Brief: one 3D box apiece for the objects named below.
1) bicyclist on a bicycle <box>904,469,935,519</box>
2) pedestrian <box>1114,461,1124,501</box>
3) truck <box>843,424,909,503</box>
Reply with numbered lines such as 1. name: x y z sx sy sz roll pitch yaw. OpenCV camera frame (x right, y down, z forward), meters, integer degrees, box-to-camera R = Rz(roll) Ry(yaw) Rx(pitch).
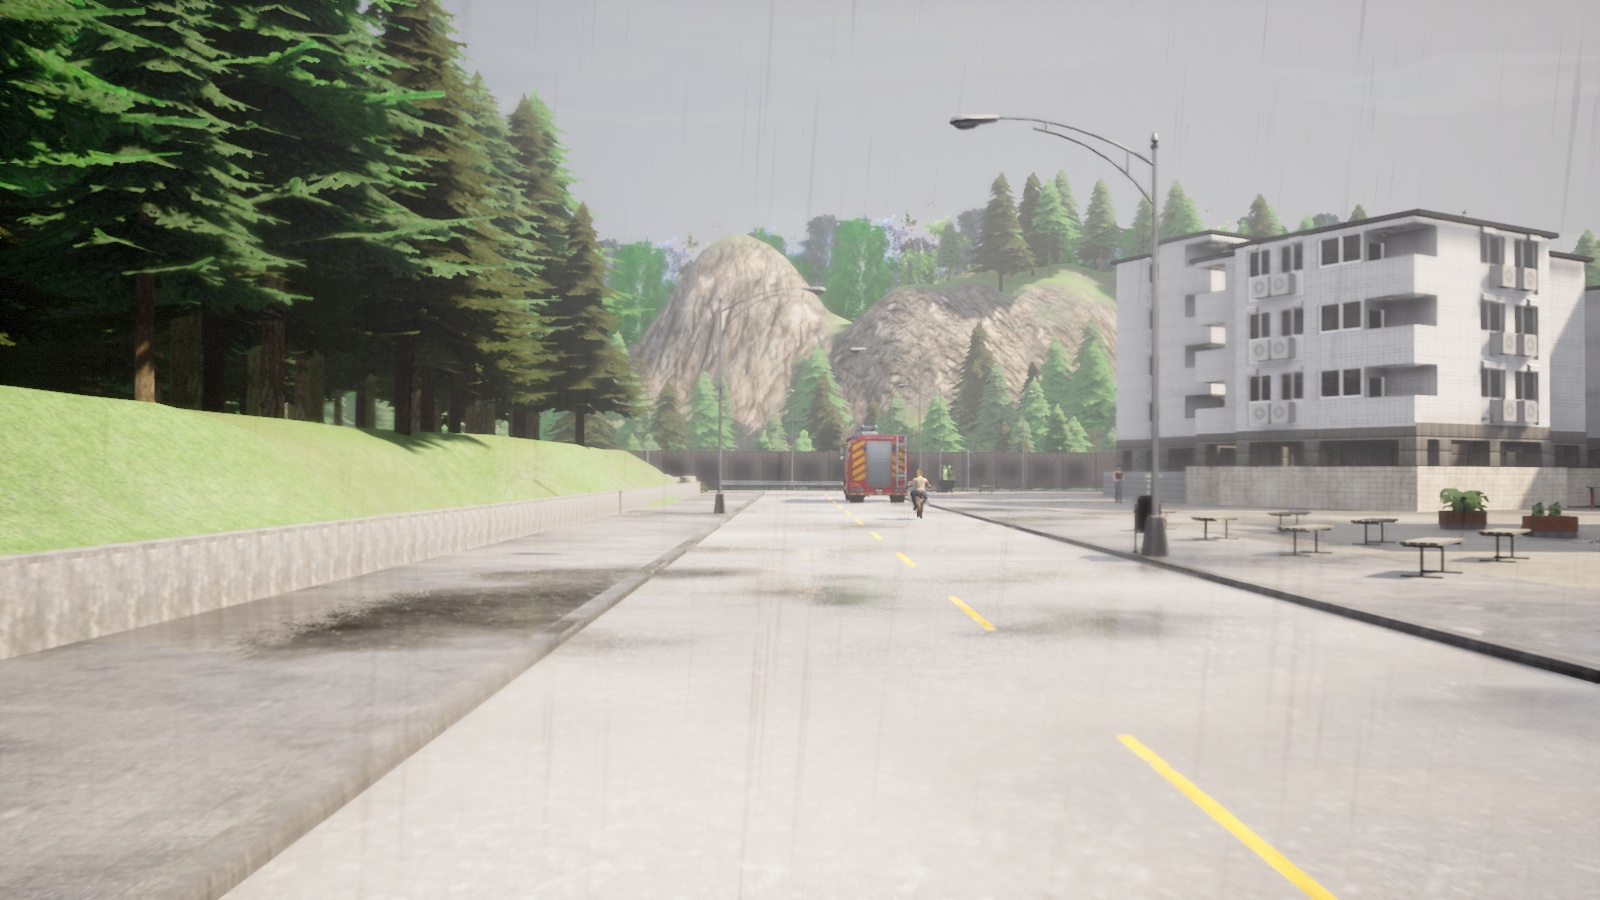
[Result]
1. bicyclist on a bicycle: 3.909 1.426 41.215 0.866 1.612 1.509 0 -1 0
2. pedestrian: 14.748 1.438 58.081 0.345 1.836 0.594 0 -1 9
3. truck: 3.843 0.732 65.524 2.891 3.827 8.468 0 -1 0
